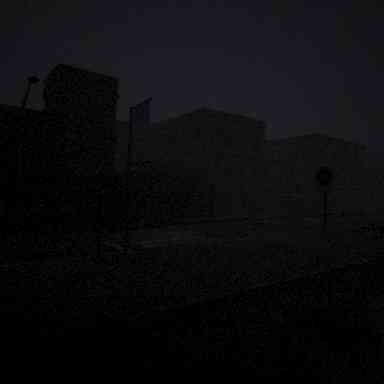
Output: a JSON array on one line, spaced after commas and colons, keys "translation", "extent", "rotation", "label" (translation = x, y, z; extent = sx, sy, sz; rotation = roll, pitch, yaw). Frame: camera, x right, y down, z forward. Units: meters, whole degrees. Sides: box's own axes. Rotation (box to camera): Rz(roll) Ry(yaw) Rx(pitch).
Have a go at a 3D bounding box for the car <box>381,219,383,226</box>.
[{"translation": [13.514, 1.545, 18.390], "extent": [1.946, 1.575, 5.366], "rotation": [1, -1, -36], "label": "car"}]
